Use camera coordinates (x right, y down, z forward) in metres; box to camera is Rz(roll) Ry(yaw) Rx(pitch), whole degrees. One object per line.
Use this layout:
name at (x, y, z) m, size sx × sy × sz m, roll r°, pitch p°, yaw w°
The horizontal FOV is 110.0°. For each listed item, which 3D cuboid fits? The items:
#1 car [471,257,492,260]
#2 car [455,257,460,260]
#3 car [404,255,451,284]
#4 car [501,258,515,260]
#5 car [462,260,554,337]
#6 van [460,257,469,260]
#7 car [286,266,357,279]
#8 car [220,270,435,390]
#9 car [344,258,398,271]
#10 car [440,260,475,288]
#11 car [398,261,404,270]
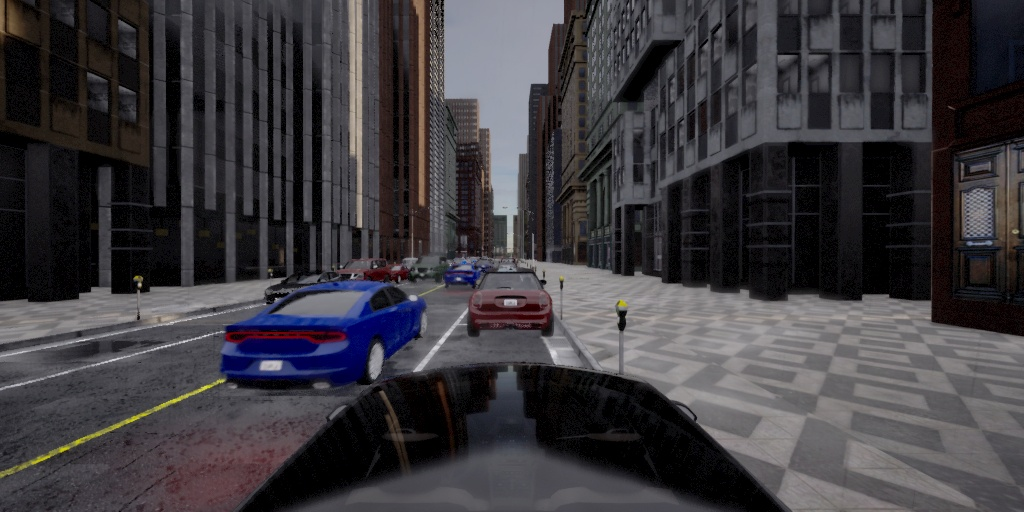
car at (-3.047, 1.100, 40.142) m, size 2.097 × 1.767 × 4.553 m, roll 0°, pitch 0°, yaw 0°
car at (-8.908, 1.188, 49.741) m, size 1.967 × 1.591 × 4.097 m, roll 0°, pitch 0°, yaw 0°
car at (-6.245, 0.970, 27.665) m, size 2.150 × 2.045 × 5.566 m, roll 0°, pitch 0°, yaw 0°
car at (-0.383, 1.189, 27.203) m, size 1.967 × 1.591 × 4.097 m, roll 0°, pitch 0°, yaw 0°
car at (-0.033, 1.102, 10.470) m, size 2.097 × 1.767 × 4.553 m, roll 0°, pitch 0°, yaw 0°
van at (-8.908, 1.090, 61.014) m, size 1.690 × 1.789 × 3.998 m, roll 0°, pitch 0°, yaw 0°
car at (-8.908, 1.315, 15.920) m, size 1.948 × 1.339 × 4.313 m, roll 0°, pitch 0°, yaw 0°
car at (-3.052, 1.227, 7.023) m, size 1.882 × 1.535 × 5.008 m, roll 0°, pitch 0°, yaw 0°
car at (-8.908, 1.064, 21.556) m, size 2.192 × 1.841 × 5.009 m, roll 0°, pitch 0°, yaw 0°
car at (-3.144, 1.226, 23.674) m, size 1.882 × 1.535 × 5.008 m, roll 0°, pitch 0°, yaw 0°
car at (-8.908, 1.294, 27.194) m, size 1.888 × 1.381 × 4.507 m, roll 0°, pitch 0°, yaw 0°
